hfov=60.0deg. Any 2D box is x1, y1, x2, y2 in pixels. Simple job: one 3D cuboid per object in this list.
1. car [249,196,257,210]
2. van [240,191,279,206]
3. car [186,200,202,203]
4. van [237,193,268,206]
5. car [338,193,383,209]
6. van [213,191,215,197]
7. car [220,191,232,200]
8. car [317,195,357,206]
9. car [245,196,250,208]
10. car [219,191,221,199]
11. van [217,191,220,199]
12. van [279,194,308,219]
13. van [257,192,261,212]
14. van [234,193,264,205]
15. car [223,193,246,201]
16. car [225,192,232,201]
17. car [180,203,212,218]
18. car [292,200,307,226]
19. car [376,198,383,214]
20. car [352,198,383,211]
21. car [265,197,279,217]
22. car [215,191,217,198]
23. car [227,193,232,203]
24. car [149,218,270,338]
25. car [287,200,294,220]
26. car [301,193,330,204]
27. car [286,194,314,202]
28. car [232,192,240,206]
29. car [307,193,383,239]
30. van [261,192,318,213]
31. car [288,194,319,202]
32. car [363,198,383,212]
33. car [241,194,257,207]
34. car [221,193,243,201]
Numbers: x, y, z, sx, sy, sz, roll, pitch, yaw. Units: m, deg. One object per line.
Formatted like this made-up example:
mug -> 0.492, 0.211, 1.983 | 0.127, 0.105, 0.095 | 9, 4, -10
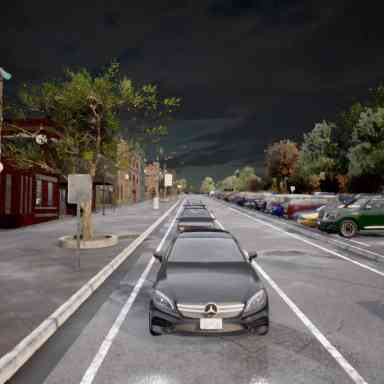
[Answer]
car -> 9.177, 1.470, 36.664 | 4.792, 1.488, 2.163 | 0, 0, 0
van -> 9.206, 1.163, 45.081 | 4.442, 1.987, 1.878 | 0, 0, 0
car -> 0.225, 1.442, 29.861 | 2.128, 1.511, 4.902 | 0, 0, 0
van -> 9.168, 1.114, 50.685 | 4.442, 1.987, 1.878 | 0, 1, 0
car -> 22.156, 1.153, 42.983 | 5.566, 2.045, 2.435 | 0, 0, 0
van -> 8.663, 0.764, 89.927 | 4.442, 1.987, 1.878 | 0, 1, 0
car -> 8.926, 0.963, 64.700 | 5.566, 2.045, 2.435 | 0, 1, 0
car -> 22.313, 1.332, 51.314 | 5.366, 1.575, 1.946 | 0, 1, 0
car -> 9.126, 1.466, 39.471 | 4.674, 1.452, 2.002 | 0, 0, 0
car -> 8.906, 0.938, 67.503 | 5.566, 2.045, 2.435 | 0, 1, 0
van -> 8.741, 0.864, 78.715 | 4.442, 1.987, 1.878 | 0, 1, 0
van -> 9.342, 1.237, 25.449 | 4.442, 1.987, 1.878 | 0, 0, 0
van -> 9.284, 1.222, 33.861 | 4.442, 1.987, 1.878 | 0, 0, 0
van -> 9.148, 1.089, 53.488 | 4.442, 1.987, 1.878 | 0, 1, 0
car -> 8.884, 1.039, 70.307 | 4.553, 1.767, 2.185 | 0, 1, 0
car -> 8.971, 1.280, 61.899 | 4.674, 1.452, 2.002 | 0, 1, 0
car -> 0.196, 1.532, 17.413 | 2.033, 1.411, 5.357 | 0, 0, 0
car -> 9.079, 1.466, 19.841 | 5.366, 1.575, 1.946 | 0, 0, 0
car -> 22.426, 1.444, 34.656 | 5.366, 1.575, 1.946 | 0, 0, 0
car -> 22.232, 1.452, 40.210 | 4.792, 1.488, 2.163 | 0, 0, 0
car -> 9.201, 1.460, 28.252 | 5.008, 1.535, 2.097 | 0, 0, 0
car -> 8.833, 1.065, 81.521 | 5.008, 1.535, 2.097 | 0, 1, 0
car -> 9.006, 1.291, 56.293 | 4.892, 1.521, 2.231 | 0, 1, 0
car -> 0.254, 1.524, 6.834 | 1.812, 1.442, 4.674 | 0, 0, 0
car -> 9.247, 1.506, 22.645 | 4.674, 1.452, 2.002 | 0, 0, 0
car -> 22.100, 1.136, 59.640 | 4.553, 1.767, 2.185 | 0, 1, 0
car -> 22.017, 1.188, 67.967 | 4.892, 1.521, 2.231 | 0, 1, 0
car -> 9.042, 1.113, 47.880 | 5.566, 2.045, 2.435 | 0, 1, 0
car -> 9.255, 1.221, 17.038 | 5.566, 2.045, 2.435 | 0, 0, 0
van -> 9.070, 1.230, 31.058 | 4.442, 1.987, 1.878 | 0, 0, 0
car -> 21.846, 1.209, 65.189 | 5.366, 1.575, 1.946 | 0, 0, 0
car -> 22.193, 1.469, 37.427 | 4.792, 1.488, 2.163 | 0, 0, 0
car -> 9.115, 1.409, 42.274 | 4.892, 1.521, 2.231 | 0, 0, 0
car -> 8.865, 1.014, 73.110 | 4.553, 1.767, 2.185 | 0, 1, 0
